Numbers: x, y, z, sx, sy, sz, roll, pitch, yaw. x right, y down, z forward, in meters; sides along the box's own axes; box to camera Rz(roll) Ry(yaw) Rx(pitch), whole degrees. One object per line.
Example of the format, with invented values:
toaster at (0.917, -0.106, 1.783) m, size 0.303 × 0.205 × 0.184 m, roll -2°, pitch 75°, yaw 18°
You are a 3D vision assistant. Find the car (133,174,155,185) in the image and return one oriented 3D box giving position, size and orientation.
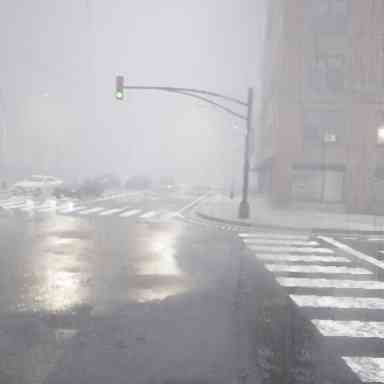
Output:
car at (-7.389, -1.959, 51.390) m, size 1.882 × 1.535 × 5.008 m, roll 3°, pitch 3°, yaw 8°

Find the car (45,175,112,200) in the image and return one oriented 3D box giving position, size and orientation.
car at (-8.075, -0.298, 24.316) m, size 2.033 × 1.411 × 5.357 m, roll 3°, pitch 3°, yaw 8°

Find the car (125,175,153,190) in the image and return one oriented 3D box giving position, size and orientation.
car at (-6.083, -1.098, 37.960) m, size 1.882 × 1.535 × 5.008 m, roll 3°, pitch 3°, yaw 8°

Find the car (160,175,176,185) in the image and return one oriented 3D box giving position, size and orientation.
car at (-3.817, -1.917, 53.318) m, size 1.882 × 1.535 × 5.008 m, roll 3°, pitch 3°, yaw 9°

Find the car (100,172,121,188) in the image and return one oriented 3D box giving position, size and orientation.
car at (-9.510, -1.313, 36.915) m, size 2.097 × 1.767 × 4.553 m, roll 3°, pitch 3°, yaw 8°

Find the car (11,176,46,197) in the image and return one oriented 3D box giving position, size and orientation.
car at (-11.284, -0.487, 24.739) m, size 1.812 × 1.442 × 4.674 m, roll 3°, pitch 3°, yaw 8°
